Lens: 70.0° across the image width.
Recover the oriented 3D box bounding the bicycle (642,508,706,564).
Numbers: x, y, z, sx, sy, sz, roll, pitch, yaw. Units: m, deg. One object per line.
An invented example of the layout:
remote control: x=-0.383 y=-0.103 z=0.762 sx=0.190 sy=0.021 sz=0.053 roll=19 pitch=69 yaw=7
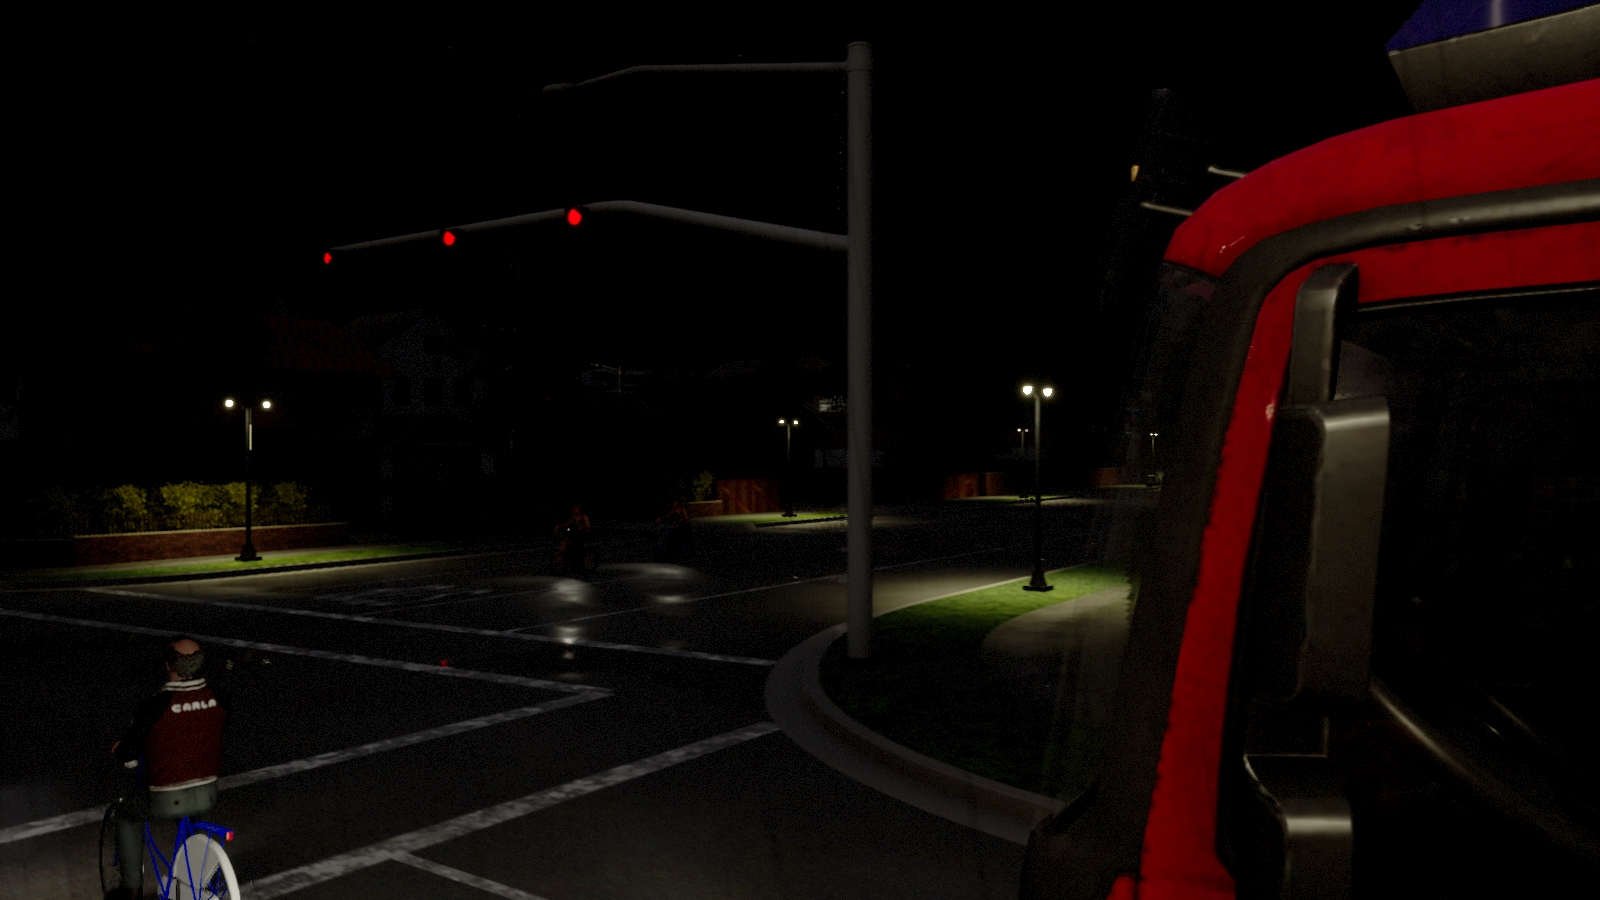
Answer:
bicycle: x=-3.165 y=2.149 z=28.845 sx=0.859 sy=1.301 sz=1.487 roll=0 pitch=0 yaw=34

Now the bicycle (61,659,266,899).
bicycle: x=-3.620 y=2.050 z=6.423 sx=1.835 sy=1.496 sz=0.329 roll=0 pitch=-1 yaw=39

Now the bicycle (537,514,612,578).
bicycle: x=-5.101 y=2.149 z=25.873 sx=0.859 sy=1.301 sz=1.487 roll=0 pitch=0 yaw=35
